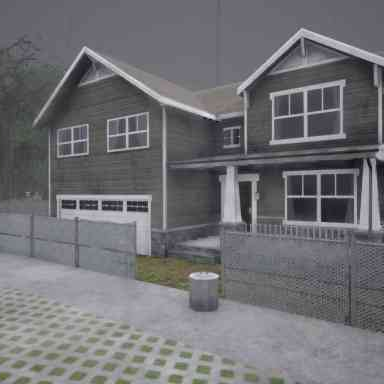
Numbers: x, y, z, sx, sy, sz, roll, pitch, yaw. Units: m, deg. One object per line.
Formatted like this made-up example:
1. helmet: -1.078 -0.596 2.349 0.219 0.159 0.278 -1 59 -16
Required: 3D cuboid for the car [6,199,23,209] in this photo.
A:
1. car: -17.244 1.469 31.793 4.902 1.511 2.128 0 0 -32
